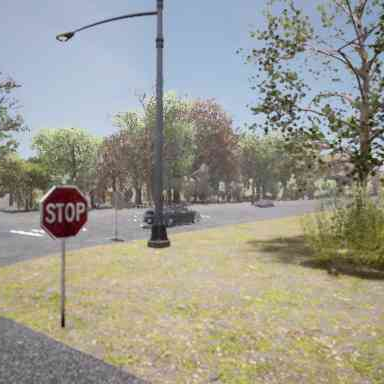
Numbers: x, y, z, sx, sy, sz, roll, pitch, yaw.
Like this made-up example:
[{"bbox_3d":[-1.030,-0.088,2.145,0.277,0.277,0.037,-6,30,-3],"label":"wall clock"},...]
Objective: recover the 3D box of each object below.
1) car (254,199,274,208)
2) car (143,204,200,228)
[{"bbox_3d":[11.483,1.872,52.904,1.994,1.385,4.181,0,0,36],"label":"car"},{"bbox_3d":[-1.310,1.610,23.531,1.837,1.490,4.892,0,0,36],"label":"car"}]
